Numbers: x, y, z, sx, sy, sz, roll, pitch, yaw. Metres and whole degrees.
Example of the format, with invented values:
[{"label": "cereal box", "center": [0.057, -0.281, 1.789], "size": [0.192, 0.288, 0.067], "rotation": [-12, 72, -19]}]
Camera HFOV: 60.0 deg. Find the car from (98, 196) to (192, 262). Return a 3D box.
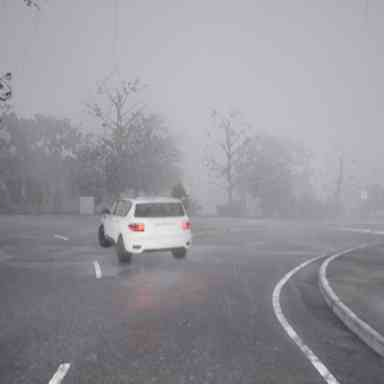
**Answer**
[{"label": "car", "center": [-1.918, 1.167, 12.226], "size": [2.150, 2.045, 5.566], "rotation": [0, 0, -24]}]
